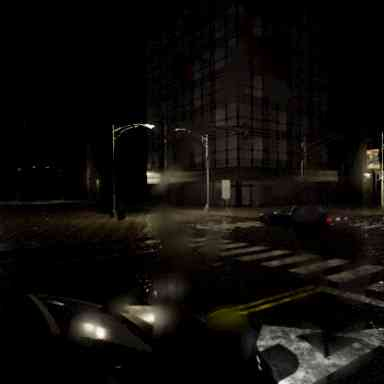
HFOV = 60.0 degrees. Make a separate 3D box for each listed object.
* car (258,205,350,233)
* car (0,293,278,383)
[{"bbox_3d":[6.127,1.419,18.948,2.033,1.411,5.357,0,0,-29],"label":"car"},{"bbox_3d":[-1.267,1.561,2.535,4.181,1.385,1.994,-1,0,-36],"label":"car"}]
